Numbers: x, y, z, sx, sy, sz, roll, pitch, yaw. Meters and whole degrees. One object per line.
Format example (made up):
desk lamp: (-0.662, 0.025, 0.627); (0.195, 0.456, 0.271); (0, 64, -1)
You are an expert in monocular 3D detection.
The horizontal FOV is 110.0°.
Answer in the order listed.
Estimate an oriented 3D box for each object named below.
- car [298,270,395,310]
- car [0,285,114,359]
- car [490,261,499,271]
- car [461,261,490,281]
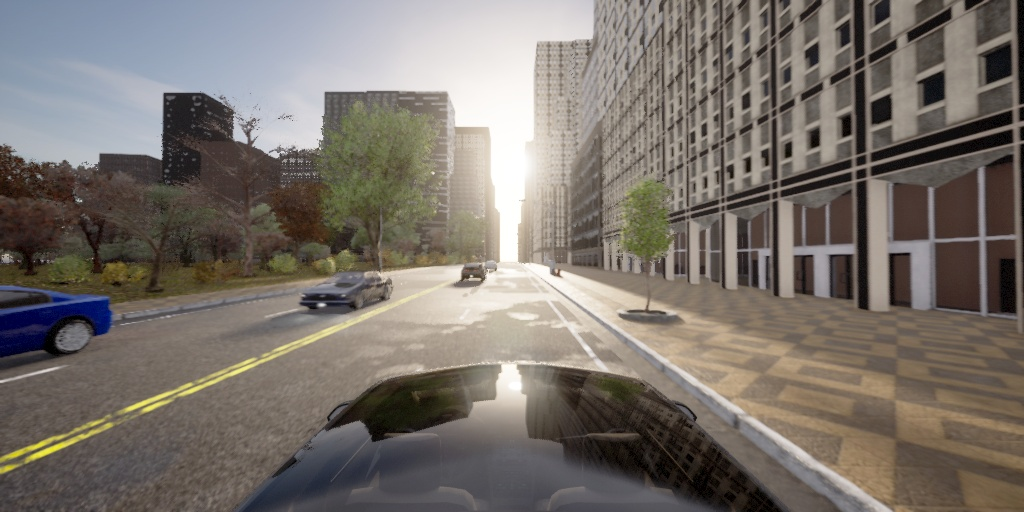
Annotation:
car: (-6.569, 1.314, 15.049); (2.033, 1.411, 5.357); (0, 0, 0)
car: (-9.852, 1.231, 5.853); (1.882, 1.535, 5.008); (0, 0, 0)
car: (-3.134, 1.421, 53.476); (1.812, 1.442, 4.674); (0, 0, 0)
car: (-3.141, 1.307, 30.180); (1.837, 1.490, 4.892); (0, 0, 0)
